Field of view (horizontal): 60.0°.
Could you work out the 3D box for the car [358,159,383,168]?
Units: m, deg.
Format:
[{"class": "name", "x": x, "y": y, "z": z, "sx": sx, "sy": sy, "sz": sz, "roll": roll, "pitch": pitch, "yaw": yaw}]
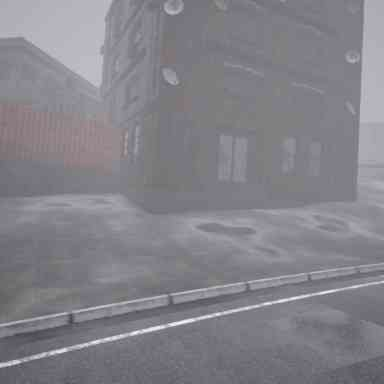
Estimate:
[{"class": "car", "x": 22.583, "y": -3.264, "z": 42.059, "sx": 4.553, "sy": 1.767, "sz": 2.185, "roll": 2, "pitch": -3, "yaw": 16}]
